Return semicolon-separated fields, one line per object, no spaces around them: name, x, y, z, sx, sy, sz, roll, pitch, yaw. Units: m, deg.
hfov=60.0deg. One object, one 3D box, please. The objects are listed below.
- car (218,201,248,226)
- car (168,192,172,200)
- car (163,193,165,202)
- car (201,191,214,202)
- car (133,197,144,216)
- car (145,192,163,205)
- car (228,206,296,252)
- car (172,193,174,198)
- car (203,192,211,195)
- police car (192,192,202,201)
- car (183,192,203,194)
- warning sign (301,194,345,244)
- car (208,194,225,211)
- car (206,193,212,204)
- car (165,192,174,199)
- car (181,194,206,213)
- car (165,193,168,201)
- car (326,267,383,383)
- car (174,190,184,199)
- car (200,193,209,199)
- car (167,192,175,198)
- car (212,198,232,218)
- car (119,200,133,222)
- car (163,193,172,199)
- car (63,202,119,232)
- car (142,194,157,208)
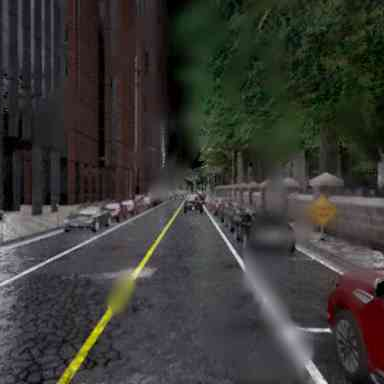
car;2.778;1.403;18.689;2.008;1.369;4.403;0;0;0
car;-5.706;0.917;67.800;1.967;1.590;4.097;0;0;0
car;-5.720;1.142;51.430;1.887;1.381;4.507;0;0;0
car;2.814;0.833;62.339;2.192;1.841;5.009;0;0;0
car;-5.738;1.349;29.603;1.802;1.307;4.206;0;0;0
car;-5.724;0.954;45.972;2.192;1.841;5.009;0;0;0
car;2.774;1.461;13.233;1.947;1.339;4.313;0;0;0
car;-5.702;0.988;73.258;2.008;1.369;4.403;0;0;0
car;2.805;1.122;51.598;1.752;1.417;4.829;0;0;0
police car;0.958;0.894;69.086;1.930;1.638;5.238;0;0;0
car;0.127;1.138;43.239;1.882;1.535;5.008;0;0;0
warning sign;5.078;1.013;12.971;1.300;1.860;1.060;0;0;0
car;2.787;1.207;29.602;1.967;1.590;4.097;0;0;0
car;2.792;1.165;35.058;1.967;1.590;4.097;0;0;0
car;-5.693;0.799;84.171;1.967;1.590;4.097;0;0;0
car;0.127;1.243;33.123;1.837;1.490;4.892;0;0;0
car;-5.715;1.102;56.888;1.887;1.381;4.507;0;0;0
car;2.764;1.297;2.319;2.192;1.841;5.009;0;0;0
car;-2.936;0.515;76.904;2.150;2.045;5.566;0;0;0
car;2.828;0.964;78.710;1.947;1.339;4.313;0;0;0
car;-5.688;0.846;89.458;1.752;1.417;4.829;0;0;0
car;2.783;1.361;24.146;2.008;1.369;4.403;0;0;0
car;-5.743;1.391;24.146;1.802;1.307;4.206;0;0;0
car;-5.697;0.942;78.715;1.887;1.381;4.507;0;0;0
car;-5.747;1.403;18.689;2.008;1.369;4.403;0;0;0
car;-5.729;1.263;40.517;1.802;1.307;4.206;0;0;0
